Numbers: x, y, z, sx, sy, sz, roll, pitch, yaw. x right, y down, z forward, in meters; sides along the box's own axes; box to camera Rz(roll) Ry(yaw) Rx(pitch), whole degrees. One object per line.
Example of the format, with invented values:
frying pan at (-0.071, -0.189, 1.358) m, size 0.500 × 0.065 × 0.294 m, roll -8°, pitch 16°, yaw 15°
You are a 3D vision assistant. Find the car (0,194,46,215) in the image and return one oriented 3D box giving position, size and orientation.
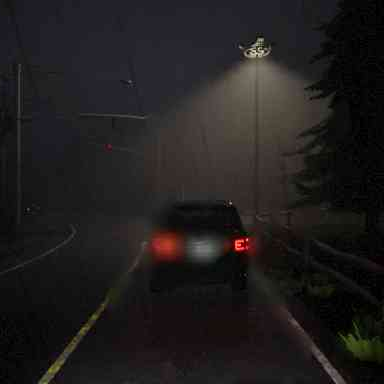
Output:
car at (-17.565, 1.221, 34.178) m, size 5.566 × 2.045 × 2.150 m, roll 0°, pitch 0°, yaw 30°

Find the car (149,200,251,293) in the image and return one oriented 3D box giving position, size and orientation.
car at (0.010, 1.221, 9.105) m, size 2.150 × 2.045 × 5.566 m, roll 0°, pitch 0°, yaw -5°

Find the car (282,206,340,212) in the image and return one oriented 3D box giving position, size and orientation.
car at (10.708, 1.627, 30.182) m, size 4.718 × 1.301 × 1.895 m, roll 0°, pitch 0°, yaw 0°
